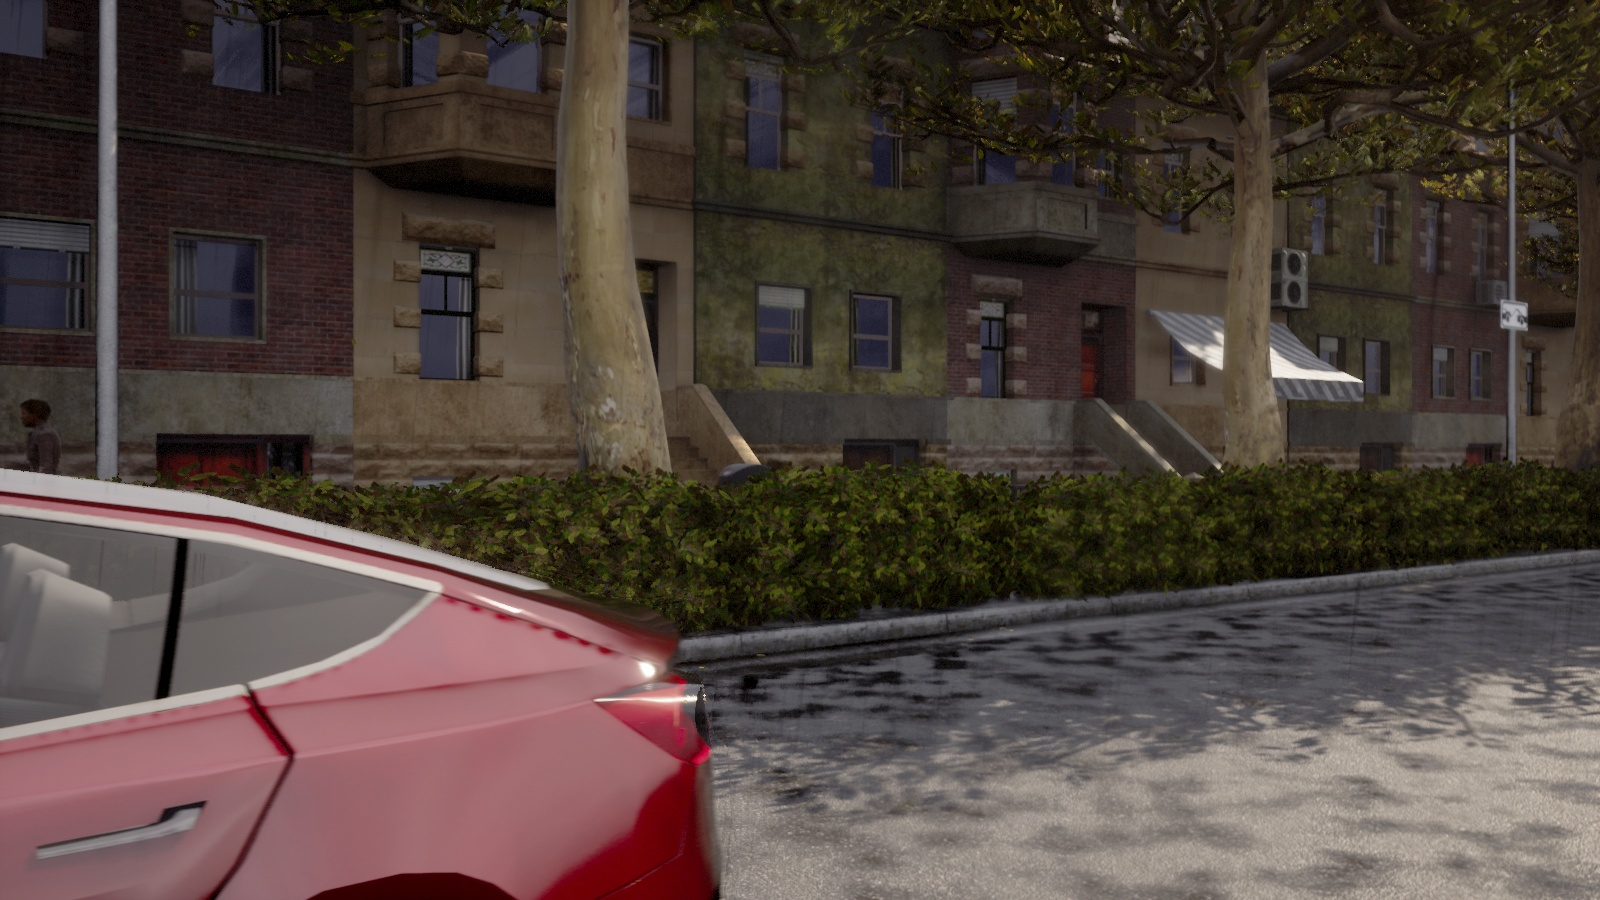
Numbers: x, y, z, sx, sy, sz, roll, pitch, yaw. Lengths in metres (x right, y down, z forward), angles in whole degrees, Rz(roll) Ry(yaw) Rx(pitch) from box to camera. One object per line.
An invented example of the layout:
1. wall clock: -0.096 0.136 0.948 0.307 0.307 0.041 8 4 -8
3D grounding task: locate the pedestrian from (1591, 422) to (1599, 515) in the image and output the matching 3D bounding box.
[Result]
1. pedestrian: 16.396 0.373 25.381 0.720 1.854 0.376 0 0 -28

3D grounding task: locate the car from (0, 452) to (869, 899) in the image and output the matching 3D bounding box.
1. car: -2.449 0.757 1.940 4.792 1.488 2.163 0 0 -35

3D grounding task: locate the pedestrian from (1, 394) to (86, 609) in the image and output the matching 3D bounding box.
1. pedestrian: -6.662 0.441 11.075 0.634 1.846 0.331 0 0 -29
